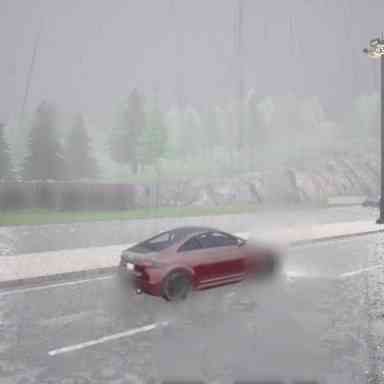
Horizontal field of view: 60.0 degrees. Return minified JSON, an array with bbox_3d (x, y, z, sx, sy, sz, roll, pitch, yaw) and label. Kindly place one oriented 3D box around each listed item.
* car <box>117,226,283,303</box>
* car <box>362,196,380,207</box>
[{"bbox_3d":[0.306,1.561,8.265,4.181,1.385,1.994,0,0,-35],"label":"car"},{"bbox_3d":[26.804,1.320,49.171,2.097,1.767,4.553,0,0,42],"label":"car"}]
